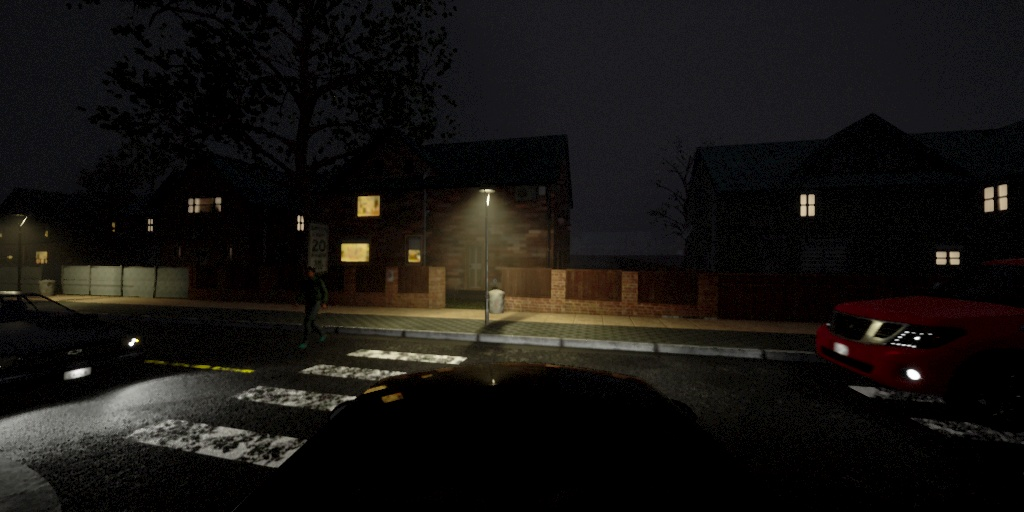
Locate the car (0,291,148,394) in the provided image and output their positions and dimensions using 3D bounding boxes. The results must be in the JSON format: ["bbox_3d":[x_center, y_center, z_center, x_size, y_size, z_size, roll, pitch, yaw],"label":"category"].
[{"bbox_3d":[-8.832,1.305,5.839,5.357,1.411,2.033,0,-1,14],"label":"car"}]

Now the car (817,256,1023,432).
[{"bbox_3d":[7.561,0.974,4.637,5.566,2.045,2.150,-1,-1,15],"label":"car"}]

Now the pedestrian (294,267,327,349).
[{"bbox_3d":[-4.504,1.085,8.012,0.375,1.860,0.375,0,0,15],"label":"pedestrian"}]
